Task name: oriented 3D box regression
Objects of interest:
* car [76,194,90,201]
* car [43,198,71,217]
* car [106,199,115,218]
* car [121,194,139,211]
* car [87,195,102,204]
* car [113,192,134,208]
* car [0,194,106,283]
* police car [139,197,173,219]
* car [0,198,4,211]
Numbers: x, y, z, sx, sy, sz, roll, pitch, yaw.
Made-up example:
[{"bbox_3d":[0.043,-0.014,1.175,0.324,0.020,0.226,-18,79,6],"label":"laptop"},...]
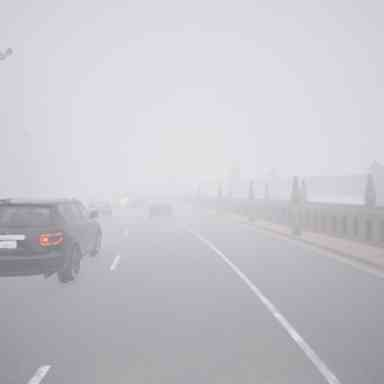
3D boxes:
[{"bbox_3d":[-23.524,1.091,71.485,2.033,1.411,5.357,-1,0,-26],"label":"car"},{"bbox_3d":[-12.516,1.368,31.165,2.128,1.511,4.902,0,0,-18],"label":"car"},{"bbox_3d":[-7.737,1.468,27.803,1.895,1.301,4.718,0,0,-16],"label":"car"},{"bbox_3d":[-6.425,1.296,38.074,1.837,1.490,4.892,-1,0,-22],"label":"car"},{"bbox_3d":[-17.475,1.260,59.339,1.812,1.442,4.674,-1,0,-26],"label":"car"},{"bbox_3d":[-9.057,0.991,44.162,2.150,2.045,5.566,-1,0,-25],"label":"car"},{"bbox_3d":[-4.099,1.178,9.591,2.150,2.045,5.566,0,0,-6],"label":"car"},{"bbox_3d":[-2.939,1.264,27.754,1.930,1.638,5.238,0,0,-16],"label":"police car"},{"bbox_3d":[-22.888,1.460,37.854,2.033,1.411,5.357,-1,0,-24],"label":"car"}]
